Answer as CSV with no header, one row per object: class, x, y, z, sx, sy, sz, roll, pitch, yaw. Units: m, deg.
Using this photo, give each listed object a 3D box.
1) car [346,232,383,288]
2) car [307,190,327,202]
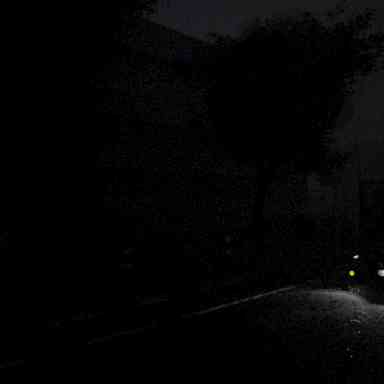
car,5.585,1.471,7.990,4.181,1.385,1.994,-1,0,-36
car,19.310,0.652,54.834,2.150,2.045,5.566,1,-1,-35
